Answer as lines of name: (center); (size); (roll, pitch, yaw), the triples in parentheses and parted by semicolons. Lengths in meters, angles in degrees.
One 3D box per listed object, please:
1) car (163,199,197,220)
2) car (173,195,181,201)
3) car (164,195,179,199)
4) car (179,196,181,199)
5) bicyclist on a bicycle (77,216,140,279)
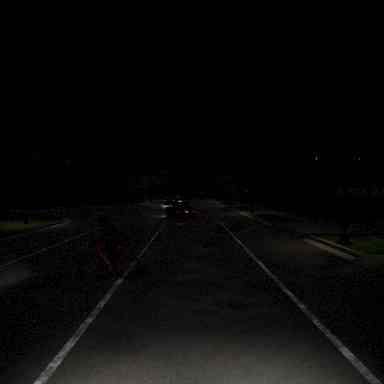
car: (-1.023, 1.547, 27.789); (2.033, 1.411, 5.357); (0, 0, -14)
car: (-3.893, 1.524, 86.398); (1.812, 1.442, 4.674); (0, 0, 0)
car: (-3.847, 1.355, 58.195); (2.097, 1.767, 4.553); (0, 0, 0)
car: (-3.827, 1.552, 71.857); (1.994, 1.385, 4.181); (0, 0, 0)
bicyclist on a bicycle: (-2.166, 1.453, 8.629); (1.656, 1.620, 0.582); (0, 0, 0)
